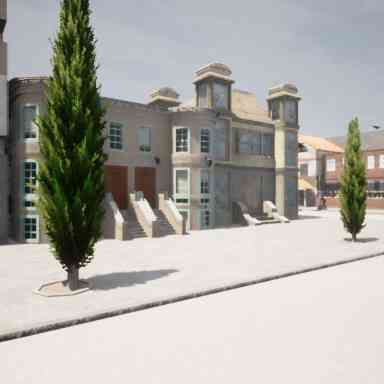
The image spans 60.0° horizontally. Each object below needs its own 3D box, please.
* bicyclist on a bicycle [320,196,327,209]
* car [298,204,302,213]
[{"bbox_3d":[16.029,1.343,40.705,1.656,1.620,0.582,0,0,-35],"label":"bicyclist on a bicycle"},{"bbox_3d":[9.426,1.485,35.499,2.128,1.511,4.902,0,0,-35],"label":"car"}]
